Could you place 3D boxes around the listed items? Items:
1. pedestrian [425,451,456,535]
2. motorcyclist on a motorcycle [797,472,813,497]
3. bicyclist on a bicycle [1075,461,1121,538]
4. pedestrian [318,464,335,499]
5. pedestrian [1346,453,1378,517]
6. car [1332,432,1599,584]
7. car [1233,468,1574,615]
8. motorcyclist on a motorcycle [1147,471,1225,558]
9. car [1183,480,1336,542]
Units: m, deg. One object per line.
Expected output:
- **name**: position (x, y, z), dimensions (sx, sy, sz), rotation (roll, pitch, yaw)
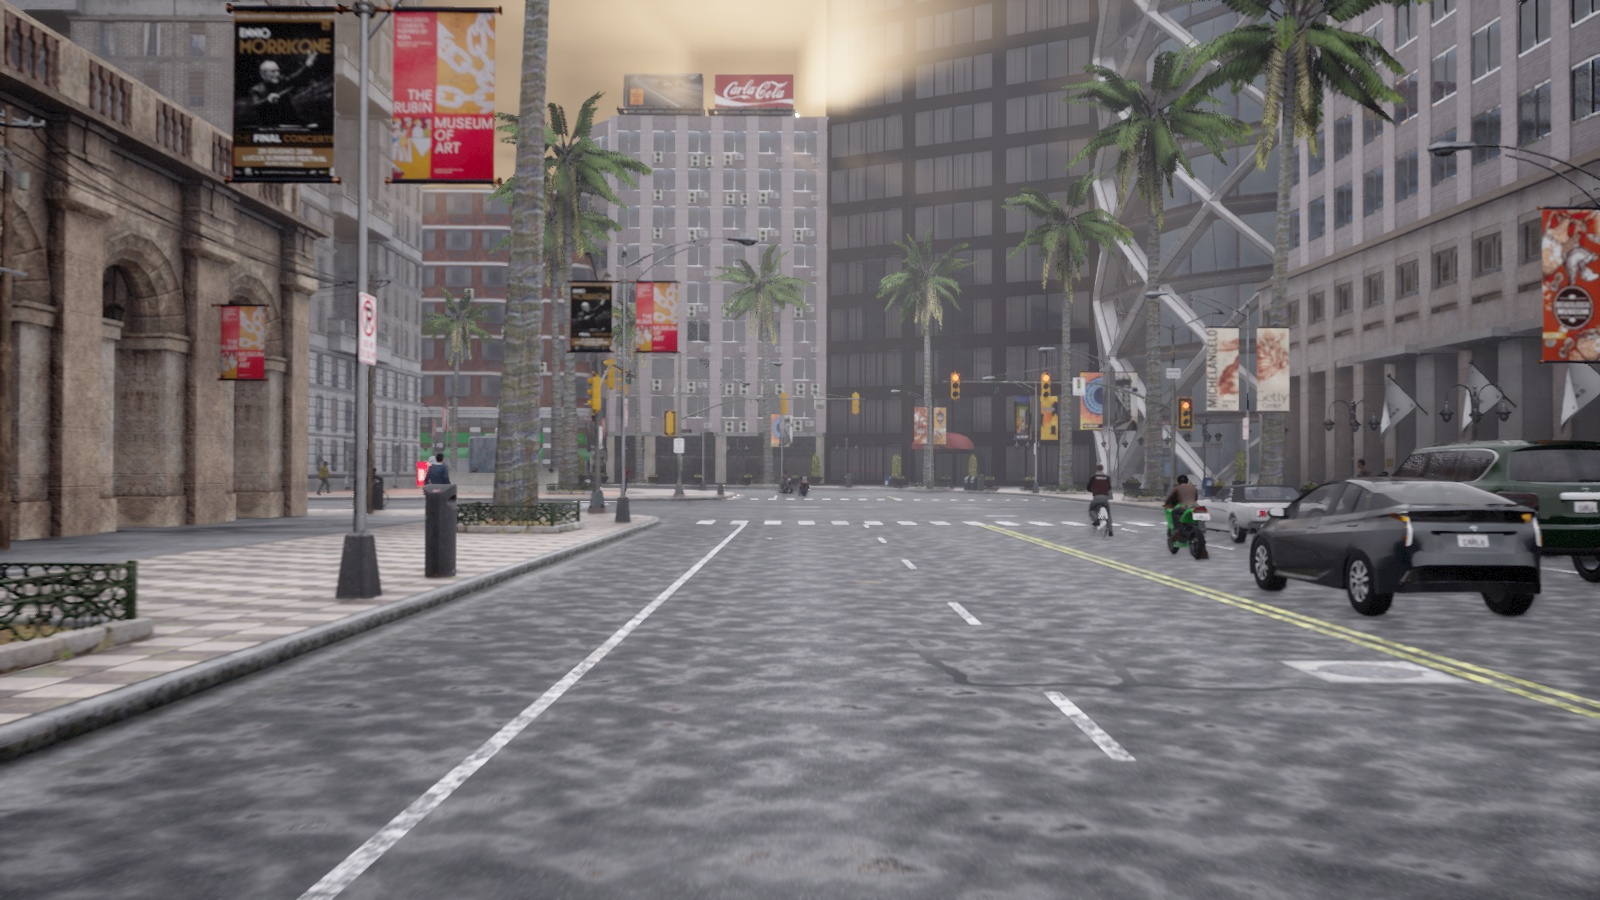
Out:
- **pedestrian**: position (-8.478, 1.001, 29.644), dimensions (0.423, 1.949, 0.788), rotation (0, -1, 9)
- **motorcyclist on a motorcycle**: position (0.283, 2.161, 78.370), dimensions (0.866, 1.530, 2.191), rotation (0, -1, -3)
- **bicyclist on a bicycle**: position (7.143, 1.163, 30.191), dimensions (0.659, 1.776, 1.843), rotation (0, -1, 0)
- **pedestrian**: position (-25.192, 1.688, 66.804), dimensions (0.709, 1.840, 0.431), rotation (0, -1, 5)
- **pedestrian**: position (16.462, 1.023, 36.803), dimensions (0.431, 1.840, 0.703), rotation (0, -1, -31)
- **car**: position (10.598, 0.821, 19.664), dimensions (2.150, 2.045, 5.566), rotation (0, -1, 0)
- **car**: position (7.075, 0.991, 15.369), dimensions (2.007, 1.525, 4.514), rotation (0, -1, 0)
- **motorcyclist on a motorcycle**: position (7.110, 1.158, 23.230), dimensions (0.797, 1.523, 2.044), rotation (0, -1, 0)
- **car**: position (10.625, 1.366, 29.422), dimensions (1.895, 1.301, 4.718), rotation (0, -1, 1)
